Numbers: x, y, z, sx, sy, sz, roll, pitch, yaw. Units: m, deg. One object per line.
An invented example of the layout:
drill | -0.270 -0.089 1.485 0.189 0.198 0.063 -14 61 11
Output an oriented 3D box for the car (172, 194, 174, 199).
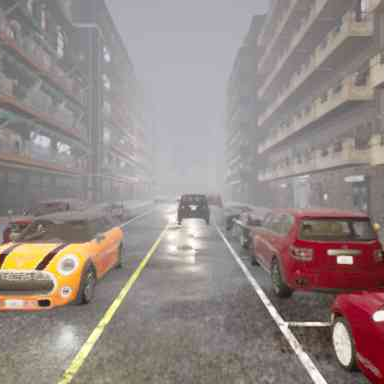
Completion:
car | -5.657 1.087 91.658 1.752 1.417 4.829 1 0 0

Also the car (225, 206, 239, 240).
car | 2.704 1.481 13.843 2.008 1.369 4.403 1 0 0

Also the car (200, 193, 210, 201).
car | 2.718 1.103 69.521 1.967 1.590 4.097 1 0 0

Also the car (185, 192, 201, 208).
car | 0.111 0.994 45.979 2.150 2.045 5.566 0 0 0

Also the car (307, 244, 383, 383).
car | 2.701 1.531 2.707 1.887 1.381 4.507 1 0 0

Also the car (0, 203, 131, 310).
car | -3.030 1.311 7.955 2.097 1.767 4.553 0 0 1

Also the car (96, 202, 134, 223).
car | -5.674 1.458 25.014 1.802 1.307 4.206 1 0 0

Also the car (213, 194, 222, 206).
car | 2.713 1.109 41.681 2.192 1.841 5.009 1 0 0

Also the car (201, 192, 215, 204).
car | 2.718 1.030 58.385 2.192 1.841 5.009 1 0 0

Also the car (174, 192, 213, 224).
car | 0.107 1.105 23.765 2.150 2.045 5.566 0 1 0

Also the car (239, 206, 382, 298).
car | 2.705 1.273 8.273 2.192 1.841 5.009 1 0 0

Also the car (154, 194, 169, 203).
car | -5.666 1.266 58.421 2.008 1.369 4.403 1 0 0

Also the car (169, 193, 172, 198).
car | -5.663 1.189 69.388 1.752 1.417 4.829 1 0 0

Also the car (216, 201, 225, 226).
car | 2.705 1.469 19.411 1.947 1.339 4.313 1 0 0

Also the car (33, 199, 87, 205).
car | -5.673 1.245 13.877 2.192 1.841 5.009 1 0 0

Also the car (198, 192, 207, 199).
car | 2.725 0.902 86.225 2.192 1.841 5.009 1 0 0
